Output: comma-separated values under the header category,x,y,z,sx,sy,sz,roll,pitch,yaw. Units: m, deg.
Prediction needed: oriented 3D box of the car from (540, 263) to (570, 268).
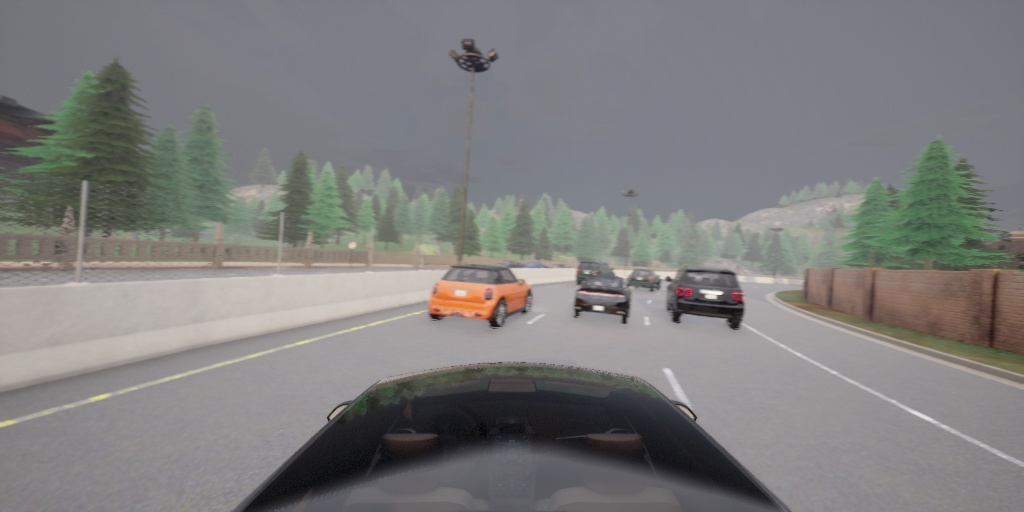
category,x,y,z,sx,sy,sz,roll,pitch,yaw
car,5.418,1.681,40.955,2.128,1.511,4.902,4,0,34

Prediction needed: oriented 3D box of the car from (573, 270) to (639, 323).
category,x,y,z,sx,sy,sz,roll,pitch,yaw
car,3.562,1.496,13.675,2.128,1.511,4.902,4,0,19

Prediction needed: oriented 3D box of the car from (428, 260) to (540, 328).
category,x,y,z,sx,sy,sz,roll,pitch,yaw
car,-0.767,1.061,11.614,2.097,1.767,4.553,4,0,17

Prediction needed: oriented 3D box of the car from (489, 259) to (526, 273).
category,x,y,z,sx,sy,sz,roll,pitch,yaw
car,-0.451,1.271,44.744,2.128,1.511,4.902,4,0,34

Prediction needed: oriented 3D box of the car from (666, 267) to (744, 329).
category,x,y,z,sx,sy,sz,roll,pitch,yaw
car,7.409,1.485,14.179,2.150,2.045,5.566,4,0,20

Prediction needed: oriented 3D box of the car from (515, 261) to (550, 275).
category,x,y,z,sx,sy,sz,roll,pitch,yaw
car,2.533,1.473,42.926,1.882,1.535,5.008,4,0,34

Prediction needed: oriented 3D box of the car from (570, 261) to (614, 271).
category,x,y,z,sx,sy,sz,roll,pitch,yaw
car,7.043,1.482,29.892,2.150,2.045,5.566,4,0,29

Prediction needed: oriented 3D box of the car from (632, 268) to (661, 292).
category,x,y,z,sx,sy,sz,roll,pitch,yaw
car,11.005,1.879,29.685,2.097,1.767,4.553,4,0,30
